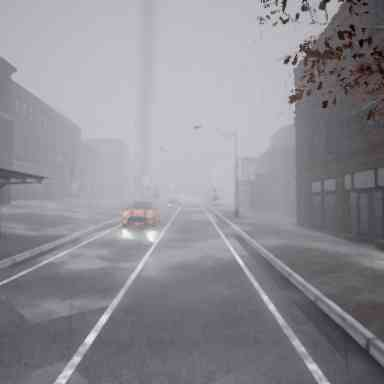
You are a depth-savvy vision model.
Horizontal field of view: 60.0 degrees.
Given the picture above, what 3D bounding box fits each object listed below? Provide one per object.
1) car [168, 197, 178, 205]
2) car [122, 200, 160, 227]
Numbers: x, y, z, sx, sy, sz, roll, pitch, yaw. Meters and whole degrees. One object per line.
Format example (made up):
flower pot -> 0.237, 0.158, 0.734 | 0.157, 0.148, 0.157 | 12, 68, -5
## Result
car -> -3.563, 1.654, 63.548 | 2.033, 1.411, 5.357 | 0, 0, 0
car -> -3.380, 1.386, 22.743 | 2.097, 1.767, 4.553 | 0, 0, 0
